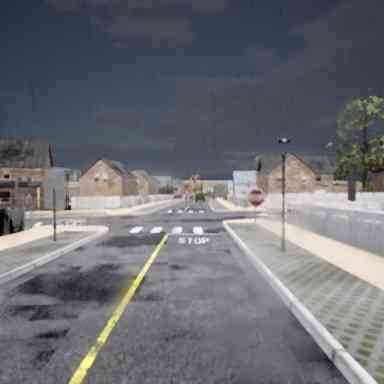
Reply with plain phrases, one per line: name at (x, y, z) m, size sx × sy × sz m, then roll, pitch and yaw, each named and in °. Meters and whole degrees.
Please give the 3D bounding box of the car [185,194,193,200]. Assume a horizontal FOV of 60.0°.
car at (-0.662, 1.183, 78.810) m, size 2.128 × 1.511 × 4.902 m, roll 0°, pitch 0°, yaw 3°

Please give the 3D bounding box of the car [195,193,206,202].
car at (1.876, 1.245, 74.537) m, size 2.150 × 2.045 × 5.566 m, roll 0°, pitch 0°, yaw 3°
